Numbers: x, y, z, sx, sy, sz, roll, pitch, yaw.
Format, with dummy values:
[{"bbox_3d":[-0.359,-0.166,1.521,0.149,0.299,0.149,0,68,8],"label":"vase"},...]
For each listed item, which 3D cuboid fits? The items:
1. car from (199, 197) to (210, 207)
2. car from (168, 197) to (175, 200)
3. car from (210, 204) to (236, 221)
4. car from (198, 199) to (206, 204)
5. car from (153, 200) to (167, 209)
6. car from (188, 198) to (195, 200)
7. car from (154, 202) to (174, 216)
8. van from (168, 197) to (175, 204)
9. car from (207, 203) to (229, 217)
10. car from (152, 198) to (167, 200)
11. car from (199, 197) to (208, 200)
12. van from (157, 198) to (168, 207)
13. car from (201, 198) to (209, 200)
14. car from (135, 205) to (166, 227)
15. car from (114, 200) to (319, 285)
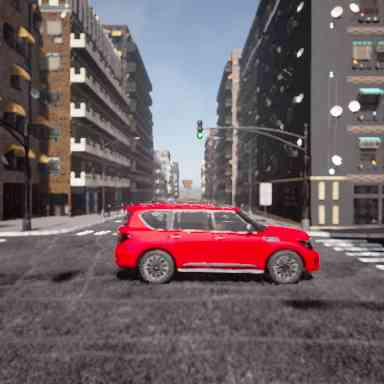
[{"bbox_3d":[2.656,2.063,70.460,2.192,1.841,5.009,-1,-1,0],"label":"car"},{"bbox_3d":[-3.064,2.074,56.002,2.128,1.511,4.902,0,-1,1],"label":"car"},{"bbox_3d":[2.799,1.857,31.038,2.008,1.369,4.403,-1,-1,0],"label":"car"},{"bbox_3d":[2.658,2.531,87.350,1.802,1.307,4.206,-1,-1,0],"label":"car"},{"bbox_3d":[-5.683,2.169,59.291,2.008,1.369,4.403,-1,-1,0],"label":"car"},{"bbox_3d":[-0.018,2.518,95.130,1.882,1.535,5.008,0,-1,0],"label":"car"},{"bbox_3d":[-3.107,1.904,37.815,1.812,1.442,4.674,0,-1,0],"label":"car"},{"bbox_3d":[-5.695,2.360,93.085,1.690,1.788,3.998,-1,-1,0],"label":"van"},{"bbox_3d":[2.790,1.916,36.568,2.008,1.369,4.403,-1,-1,0],"label":"car"},{"bbox_3d":[-5.687,1.870,53.661,2.192,1.841,5.009,-1,-1,0],"label":"car"},{"bbox_3d":[2.662,2.227,64.825,1.887,1.381,4.507,-1,-1,0],"label":"car"},{"bbox_3d":[-5.689,2.025,64.926,1.690,1.788,3.998,-1,-1,0],"label":"van"},{"bbox_3d":[2.684,2.034,47.832,1.887,1.381,4.507,-1,-1,0],"label":"car"},{"bbox_3d":[-3.117,1.780,26.052,1.812,1.442,4.674,0,-1,1],"label":"car"},{"bbox_3d":[0.625,1.361,9.466,5.566,2.045,2.150,0,1,0],"label":"car"}]
